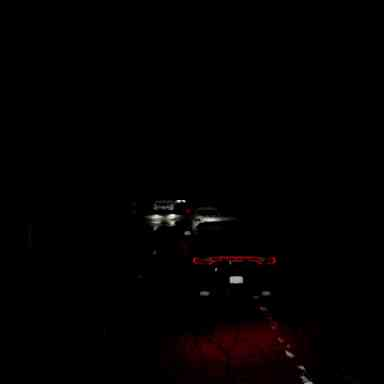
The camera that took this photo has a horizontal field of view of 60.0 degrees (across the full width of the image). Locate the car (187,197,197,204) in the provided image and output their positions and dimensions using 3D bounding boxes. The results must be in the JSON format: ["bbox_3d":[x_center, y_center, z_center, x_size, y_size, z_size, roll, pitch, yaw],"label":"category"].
[{"bbox_3d":[-0.049,1.649,65.188,1.895,1.301,4.718,0,0,0],"label":"car"}]

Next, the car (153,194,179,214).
[{"bbox_3d":[-2.877,1.227,36.029,2.150,2.045,5.566,0,0,0],"label":"car"}]

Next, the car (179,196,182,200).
[{"bbox_3d":[-2.821,1.715,92.584,1.895,1.301,4.718,0,0,0],"label":"car"}]

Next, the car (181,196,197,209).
[{"bbox_3d":[0.003,1.508,46.107,2.128,1.511,4.902,0,0,0],"label":"car"}]

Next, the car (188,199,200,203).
[{"bbox_3d":[0.806,1.505,24.634,1.837,1.490,4.892,0,0,0],"label":"car"}]

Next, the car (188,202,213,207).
[{"bbox_3d":[0.811,1.524,18.635,1.812,1.442,4.674,0,0,0],"label":"car"}]

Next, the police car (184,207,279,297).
[{"bbox_3d":[0.818,1.423,8.744,1.930,1.638,5.238,0,0,0],"label":"police car"}]
